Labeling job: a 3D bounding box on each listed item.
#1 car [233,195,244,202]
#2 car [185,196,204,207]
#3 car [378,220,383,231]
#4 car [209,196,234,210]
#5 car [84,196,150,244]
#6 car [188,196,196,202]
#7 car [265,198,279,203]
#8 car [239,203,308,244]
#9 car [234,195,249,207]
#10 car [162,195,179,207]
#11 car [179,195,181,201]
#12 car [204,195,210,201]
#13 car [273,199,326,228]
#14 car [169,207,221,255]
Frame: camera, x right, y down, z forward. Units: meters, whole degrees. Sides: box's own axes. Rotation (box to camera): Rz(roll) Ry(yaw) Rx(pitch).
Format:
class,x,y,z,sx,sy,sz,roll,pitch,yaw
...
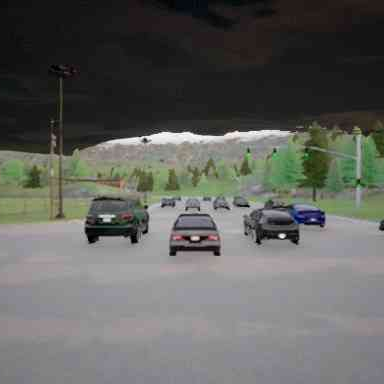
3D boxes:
class,x,y,z,sx,sy,sz,roll,pitch,yaw
car,10.501,1.444,74.803,1.837,1.490,4.892,0,0,0
car,0.101,1.516,41.844,2.033,1.411,5.357,0,0,0
car,10.599,1.536,14.818,2.033,1.411,5.357,0,0,0
car,3.601,1.516,41.911,2.033,1.411,5.357,0,0,0
car,-3.399,1.209,15.975,2.150,2.045,5.566,0,0,0
car,0.001,1.537,77.293,1.895,1.301,4.718,0,0,0
car,10.602,1.515,42.560,2.033,1.411,5.357,0,0,0
car,3.600,1.493,15.702,1.837,1.490,4.892,0,0,0
car,7.101,1.527,48.583,1.994,1.385,4.181,0,0,0
car,-3.398,1.454,49.104,2.128,1.511,4.902,0,0,0
car,-3.499,1.465,79.740,2.128,1.511,4.902,0,0,0
car,3.501,1.467,76.282,1.812,1.442,4.674,0,0,0
car,7.100,1.461,21.970,1.882,1.535,5.008,0,0,0
car,0.100,1.537,13.211,2.033,1.411,5.357,0,0,0
